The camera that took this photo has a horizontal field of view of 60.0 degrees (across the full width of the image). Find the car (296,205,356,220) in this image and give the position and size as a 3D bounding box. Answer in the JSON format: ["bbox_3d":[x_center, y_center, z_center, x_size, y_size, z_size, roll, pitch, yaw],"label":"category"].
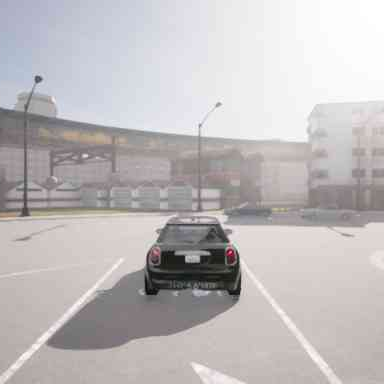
[{"bbox_3d":[11.750,1.800,29.410,4.718,1.301,1.895,0,0,-4],"label":"car"}]

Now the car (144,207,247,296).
[{"bbox_3d":[0.054,1.414,8.966,2.097,1.767,4.553,0,0,1],"label":"car"}]

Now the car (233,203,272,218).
[{"bbox_3d":[5.354,1.744,31.950,4.674,1.442,1.812,0,-1,-12],"label":"car"}]
